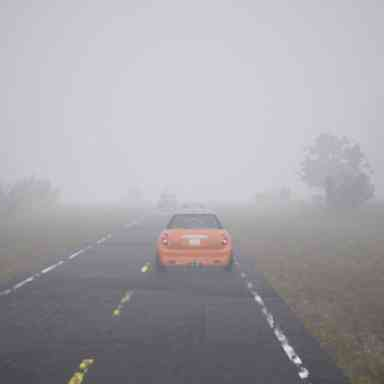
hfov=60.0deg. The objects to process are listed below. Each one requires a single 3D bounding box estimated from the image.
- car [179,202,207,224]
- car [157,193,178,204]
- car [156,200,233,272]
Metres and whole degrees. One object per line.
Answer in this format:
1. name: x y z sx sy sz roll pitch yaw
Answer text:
1. car: 0.086 1.534 25.484 1.895 1.301 4.718 0 0 0
2. car: -2.839 1.122 39.472 2.150 2.045 5.566 0 0 0
3. car: 0.082 1.321 10.868 2.097 1.767 4.553 0 0 0
